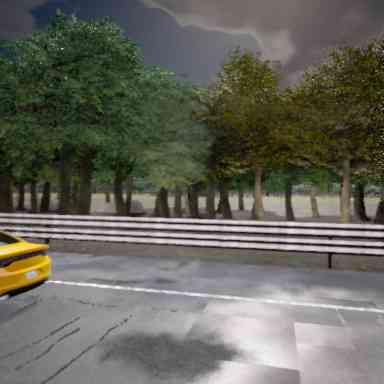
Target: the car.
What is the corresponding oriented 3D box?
[{"bbox_3d":[-5.536,1.450,7.163,5.008,1.535,1.882,1,0,15],"label":"car"}]
